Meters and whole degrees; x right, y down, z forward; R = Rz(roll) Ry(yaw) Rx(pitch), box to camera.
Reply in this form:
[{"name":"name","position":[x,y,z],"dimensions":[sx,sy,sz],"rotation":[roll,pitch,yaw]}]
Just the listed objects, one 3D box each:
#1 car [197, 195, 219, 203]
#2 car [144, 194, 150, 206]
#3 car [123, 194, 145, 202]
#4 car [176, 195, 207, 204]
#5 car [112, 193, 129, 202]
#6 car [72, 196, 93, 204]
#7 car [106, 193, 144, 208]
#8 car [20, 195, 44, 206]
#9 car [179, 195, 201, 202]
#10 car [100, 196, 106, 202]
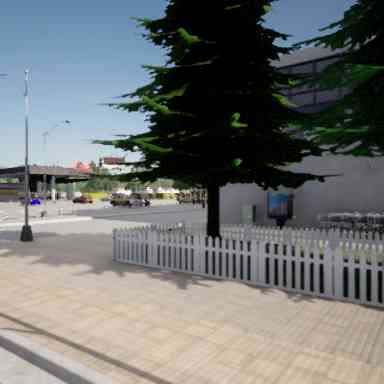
[{"name":"car","position":[3.128,1.348,64.500],"dimensions":[3.806,1.475,1.970],"rotation":[0,0,36]},{"name":"car","position":[-7.929,1.193,48.786],"dimensions":[3.866,1.878,1.905],"rotation":[0,0,36]},{"name":"car","position":[-12.590,1.271,71.901],"dimensions":[4.605,1.855,1.932],"rotation":[0,0,36]},{"name":"car","position":[-0.392,1.269,59.124],"dimensions":[5.027,1.636,2.152],"rotation":[0,0,36]},{"name":"car","position":[-17.012,1.276,79.192],"dimensions":[3.866,1.878,1.905],"rotation":[0,0,36]},{"name":"car","position":[-20.502,1.474,62.254],"dimensions":[4.514,1.523,2.007],"rotation":[0,0,36]},{"name":"car","position":[-9.307,1.212,46.195],"dimensions":[4.605,1.855,1.932],"rotation":[0,0,36]},{"name":"car","position":[-26.423,1.497,54.204],"dimensions":[3.633,1.501,1.845],"rotation":[0,0,36]},{"name":"car","position":[-0.411,1.437,71.613],"dimensions":[4.514,1.523,2.007],"rotation":[0,0,36]},{"name":"car","position":[-19.463,1.563,76.865],"dimensions":[3.806,1.475,1.970],"rotation":[0,0,36]}]
